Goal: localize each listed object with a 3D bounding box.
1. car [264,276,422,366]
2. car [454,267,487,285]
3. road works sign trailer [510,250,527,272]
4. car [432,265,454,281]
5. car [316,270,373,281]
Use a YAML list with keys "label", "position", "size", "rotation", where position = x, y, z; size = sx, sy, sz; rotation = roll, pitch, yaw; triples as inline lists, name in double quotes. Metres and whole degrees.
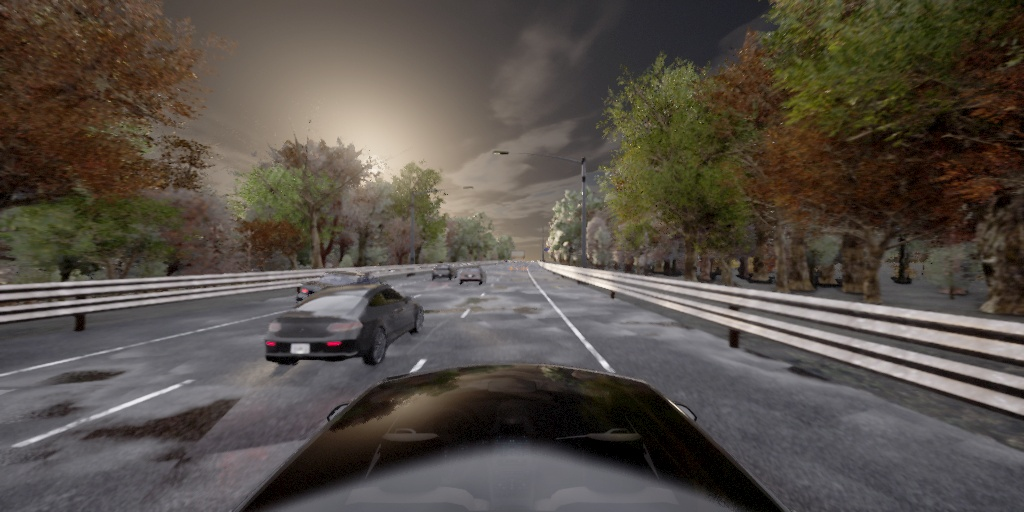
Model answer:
- label: "car"
  position: [-3.383, 1.343, 8.051]
  size: [1.812, 1.442, 4.674]
  rotation: [0, -1, 0]
- label: "car"
  position: [-3.152, 1.588, 29.613]
  size: [2.033, 1.411, 5.357]
  rotation: [0, -1, 1]
- label: "road works sign trailer"
  position: [0.946, 0.780, 58.597]
  size: [2.380, 3.560, 2.880]
  rotation: [0, 0, 3]
- label: "car"
  position: [-6.542, 1.589, 35.282]
  size: [2.128, 1.511, 4.902]
  rotation: [0, -1, 1]
- label: "car"
  position: [-6.780, 1.346, 15.241]
  size: [2.033, 1.411, 5.357]
  rotation: [10, 1, 0]
